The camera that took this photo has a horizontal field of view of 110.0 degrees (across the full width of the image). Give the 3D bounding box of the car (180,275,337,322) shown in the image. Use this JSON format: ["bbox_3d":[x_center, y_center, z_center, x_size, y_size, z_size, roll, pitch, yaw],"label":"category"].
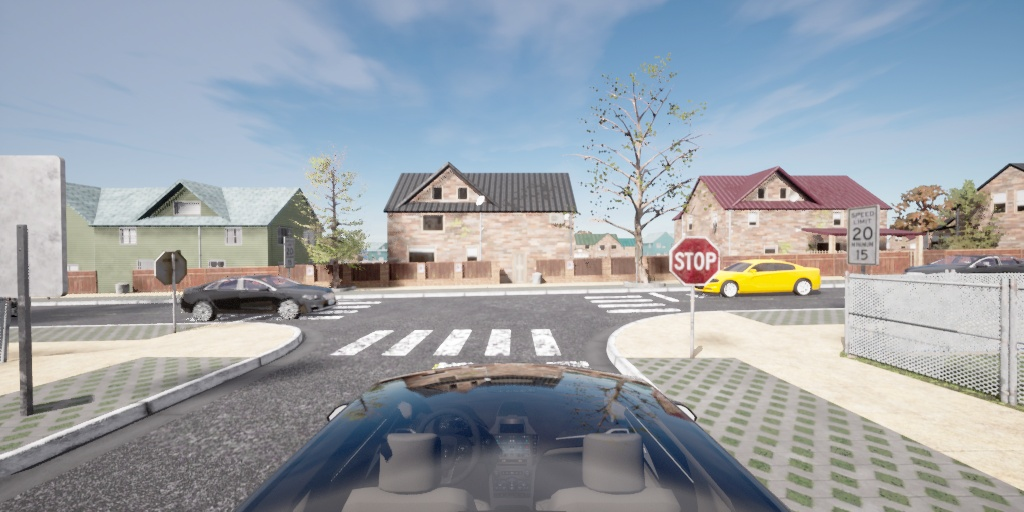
[{"bbox_3d":[-8.920,1.424,12.825,4.902,1.511,2.128,-1,1,0],"label":"car"}]

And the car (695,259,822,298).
[{"bbox_3d":[10.526,0.909,15.626,5.008,1.535,1.882,-1,1,-1],"label":"car"}]

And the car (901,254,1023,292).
[{"bbox_3d":[19.955,0.700,15.607,4.902,1.511,2.128,-1,1,0],"label":"car"}]

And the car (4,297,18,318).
[{"bbox_3d":[-20.728,1.564,12.891,4.553,1.767,2.097,-1,1,0],"label":"car"}]
